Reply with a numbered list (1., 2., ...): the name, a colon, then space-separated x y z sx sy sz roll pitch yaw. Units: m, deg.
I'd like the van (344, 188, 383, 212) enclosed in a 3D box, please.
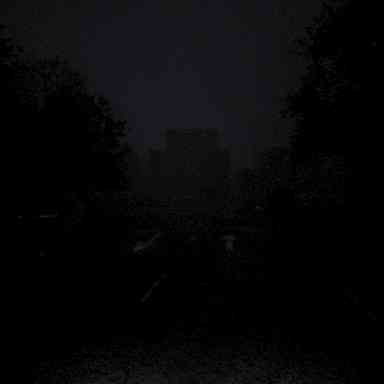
1. van: 14.401 0.570 28.267 1.878 1.987 4.442 -2 2 8
